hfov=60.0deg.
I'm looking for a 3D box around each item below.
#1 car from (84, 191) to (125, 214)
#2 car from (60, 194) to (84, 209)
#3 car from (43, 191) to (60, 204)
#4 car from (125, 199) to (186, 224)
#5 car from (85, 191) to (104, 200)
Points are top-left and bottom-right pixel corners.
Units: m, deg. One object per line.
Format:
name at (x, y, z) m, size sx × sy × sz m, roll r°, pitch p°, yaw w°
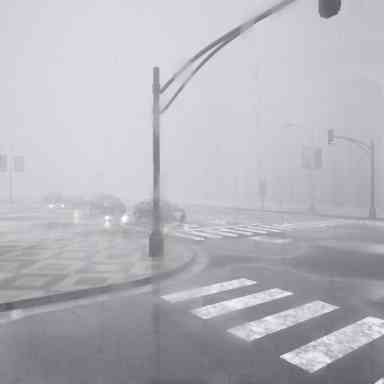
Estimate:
car at (-7.609, 0.976, 29.743) m, size 2.097 × 1.767 × 4.553 m, roll 0°, pitch 1°, yaw -36°
car at (-12.849, 1.095, 37.038) m, size 1.895 × 1.301 × 4.718 m, roll 0°, pitch 1°, yaw -36°
car at (-18.830, 0.694, 45.403) m, size 2.097 × 1.767 × 4.553 m, roll 0°, pitch 1°, yaw -35°
car at (-2.282, 1.243, 22.339) m, size 2.128 × 1.511 × 4.902 m, roll 0°, pitch 1°, yaw -36°
car at (-18.003, 0.617, 61.221) m, size 1.882 × 1.535 × 5.008 m, roll 0°, pitch 1°, yaw -36°
